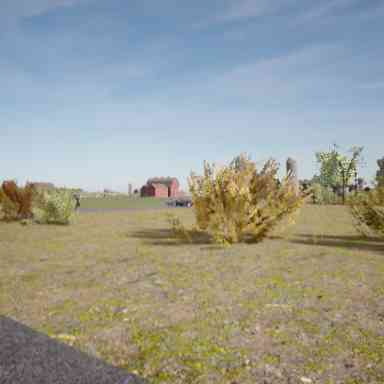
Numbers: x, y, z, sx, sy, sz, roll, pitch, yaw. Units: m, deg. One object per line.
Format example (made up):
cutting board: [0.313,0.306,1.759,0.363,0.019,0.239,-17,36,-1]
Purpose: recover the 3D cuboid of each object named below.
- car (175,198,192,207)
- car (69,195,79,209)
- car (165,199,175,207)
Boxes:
car: [-0.357,1.928,60.836,1.837,1.490,4.892,-1,-2,36]
car: [-17.466,1.431,43.403,2.150,2.045,5.566,-1,-1,36]
car: [-3.138,1.982,63.092,1.837,1.490,4.892,-1,-2,36]
